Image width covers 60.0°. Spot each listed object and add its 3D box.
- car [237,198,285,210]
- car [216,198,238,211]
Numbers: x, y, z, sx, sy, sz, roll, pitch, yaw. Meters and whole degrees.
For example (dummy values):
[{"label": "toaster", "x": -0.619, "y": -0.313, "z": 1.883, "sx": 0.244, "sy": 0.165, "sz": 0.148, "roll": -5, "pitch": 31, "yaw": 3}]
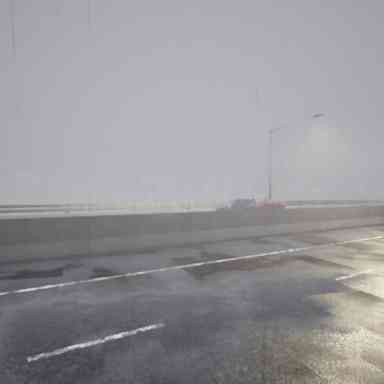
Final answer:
[{"label": "car", "x": 6.508, "y": 1.370, "z": 29.815, "sx": 4.181, "sy": 1.385, "sz": 1.994, "roll": 0, "pitch": 0, "yaw": -35}, {"label": "car", "x": 4.537, "y": 1.372, "z": 32.708, "sx": 4.553, "sy": 1.767, "sz": 2.097, "roll": 0, "pitch": 0, "yaw": -35}]
